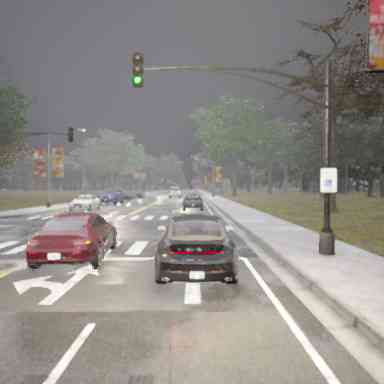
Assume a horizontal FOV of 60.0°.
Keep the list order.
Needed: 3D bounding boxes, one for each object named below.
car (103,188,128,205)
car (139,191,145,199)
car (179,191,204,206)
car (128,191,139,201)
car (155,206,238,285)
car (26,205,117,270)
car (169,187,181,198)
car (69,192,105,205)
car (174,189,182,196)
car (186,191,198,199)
[{"bbox_3d":[-9.841,0.507,40.749,2.150,2.045,5.566,0,1,1],"label":"car"},{"bbox_3d":[-9.761,0.548,60.953,1.895,1.301,4.718,0,1,0],"label":"car"},{"bbox_3d":[0.094,0.930,31.817,2.128,1.511,4.902,0,1,0],"label":"car"},{"bbox_3d":[-9.783,0.719,50.637,1.895,1.301,4.718,0,1,1],"label":"car"},{"bbox_3d":[0.097,1.344,8.938,1.837,1.490,4.892,0,1,0],"label":"car"},{"bbox_3d":[-3.499,1.341,10.269,1.812,1.442,4.674,0,1,-5],"label":"car"},{"bbox_3d":[-3.261,0.128,63.407,2.150,2.045,5.566,0,1,0],"label":"car"},{"bbox_3d":[-9.852,0.979,30.954,1.812,1.442,4.674,0,1,0],"label":"car"},{"bbox_3d":[-3.264,0.136,78.399,1.882,1.535,5.008,0,1,0],"label":"car"},{"bbox_3d":[-0.010,0.459,63.112,2.033,1.411,5.357,0,1,0],"label":"car"}]
